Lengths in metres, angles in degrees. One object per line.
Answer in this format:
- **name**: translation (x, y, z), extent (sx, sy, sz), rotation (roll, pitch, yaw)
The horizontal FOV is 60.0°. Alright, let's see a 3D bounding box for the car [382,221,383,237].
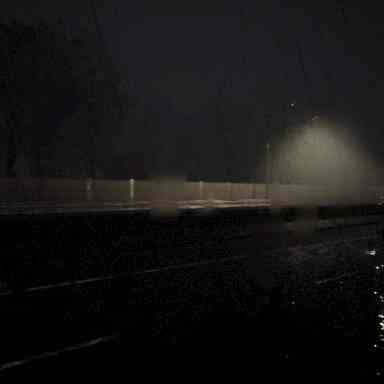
- **car**: translation (11.197, 1.368, 16.046), extent (4.553, 1.767, 2.097), rotation (0, 0, -36)
